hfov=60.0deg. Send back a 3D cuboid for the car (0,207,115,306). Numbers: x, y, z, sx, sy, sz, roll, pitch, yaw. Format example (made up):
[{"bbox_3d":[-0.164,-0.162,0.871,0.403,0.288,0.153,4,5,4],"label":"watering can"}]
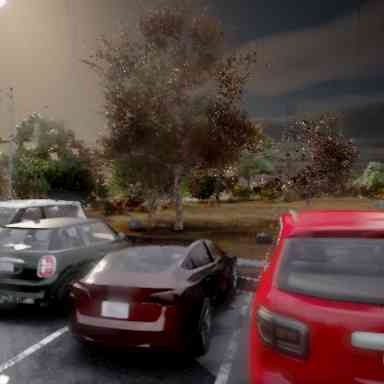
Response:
[{"bbox_3d":[-2.792,1.399,8.052,2.185,1.767,4.553,0,-1,15],"label":"car"}]

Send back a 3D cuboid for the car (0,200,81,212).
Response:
[{"bbox_3d":[-5.225,1.273,9.756,2.435,2.045,5.566,1,0,15],"label":"car"}]

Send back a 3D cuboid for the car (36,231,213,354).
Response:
[{"bbox_3d":[-0.350,1.546,6.396,2.163,1.488,4.792,0,-1,15],"label":"car"}]

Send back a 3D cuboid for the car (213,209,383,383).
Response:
[{"bbox_3d":[2.075,1.246,4.676,2.435,2.045,5.566,0,-1,15],"label":"car"}]
